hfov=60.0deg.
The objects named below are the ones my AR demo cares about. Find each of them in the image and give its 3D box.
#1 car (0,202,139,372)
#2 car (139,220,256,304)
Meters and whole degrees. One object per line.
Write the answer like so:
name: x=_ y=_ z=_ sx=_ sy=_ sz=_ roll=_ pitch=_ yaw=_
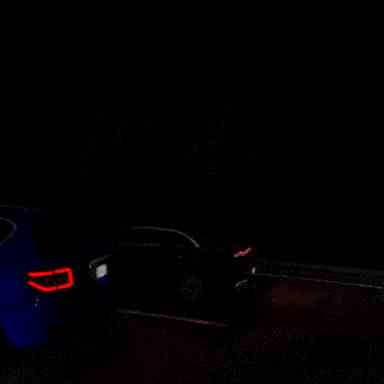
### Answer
car: x=-3.878 y=1.190 z=5.085 sx=5.566 sy=2.045 sz=2.150 roll=0 pitch=0 yaw=11
car: x=-1.008 y=1.422 z=7.717 sx=4.902 sy=1.511 sz=2.128 roll=0 pitch=0 yaw=18
